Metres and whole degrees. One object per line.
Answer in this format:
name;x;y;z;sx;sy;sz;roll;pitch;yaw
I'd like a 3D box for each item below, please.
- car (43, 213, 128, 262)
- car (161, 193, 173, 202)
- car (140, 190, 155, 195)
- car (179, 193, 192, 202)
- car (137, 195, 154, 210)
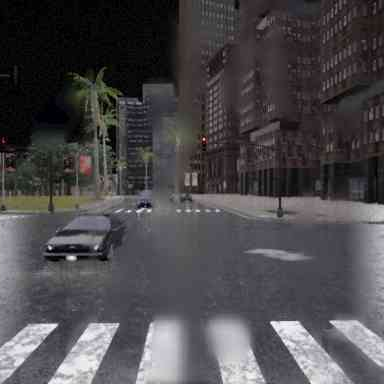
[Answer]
car;-3.592;1.520;12.348;2.033;1.411;5.357;0;0;-2
car;-4.440;0.945;58.829;2.128;1.511;4.902;0;1;-8
car;-7.436;0.714;55.611;2.150;2.045;5.566;0;0;-8
car;-1.169;0.961;58.926;1.837;1.490;4.892;0;1;-8
car;-5.349;1.307;38.541;1.895;1.301;4.718;0;1;-6
